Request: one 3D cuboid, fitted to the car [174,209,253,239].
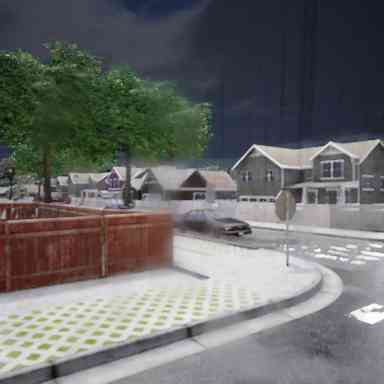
[{"bbox_3d":[0.875,1.686,18.513,2.033,1.411,5.357,0,-1,-36],"label":"car"}]

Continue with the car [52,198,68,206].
[{"bbox_3d":[-18.771,1.703,46.222,2.097,1.767,4.553,0,0,-35],"label":"car"}]

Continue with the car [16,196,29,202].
[{"bbox_3d":[-42.939,2.256,84.843,1.895,1.301,4.718,0,-1,-35],"label":"car"}]

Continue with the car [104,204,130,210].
[{"bbox_3d":[-6.402,1.776,28.721,1.994,1.385,4.181,0,0,-35],"label":"car"}]
